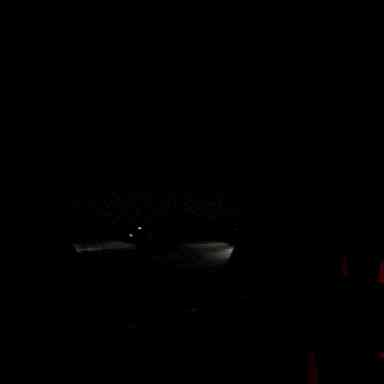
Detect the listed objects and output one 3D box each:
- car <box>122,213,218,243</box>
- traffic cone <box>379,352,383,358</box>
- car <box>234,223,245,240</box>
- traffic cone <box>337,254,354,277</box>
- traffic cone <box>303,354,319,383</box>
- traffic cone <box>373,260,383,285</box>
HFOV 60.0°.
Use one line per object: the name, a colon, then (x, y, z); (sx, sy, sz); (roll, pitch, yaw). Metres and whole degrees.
car: (-1.034, 1.730, 16.771); (4.718, 1.301, 1.895); (1, -1, -36)
traffic cone: (2.861, 2.013, 4.641); (0.340, 0.580, 0.340); (1, -1, -36)
car: (4.129, 1.686, 16.245); (4.674, 1.442, 1.812); (1, -1, -37)
traffic cone: (4.330, 2.062, 9.420); (0.340, 0.580, 0.340); (1, -1, -36)
traffic cone: (1.244, 1.992, 3.464); (0.340, 0.580, 0.340); (1, -1, -36)
traffic cone: (4.919, 2.059, 8.611); (0.340, 0.580, 0.340); (1, -1, -36)
